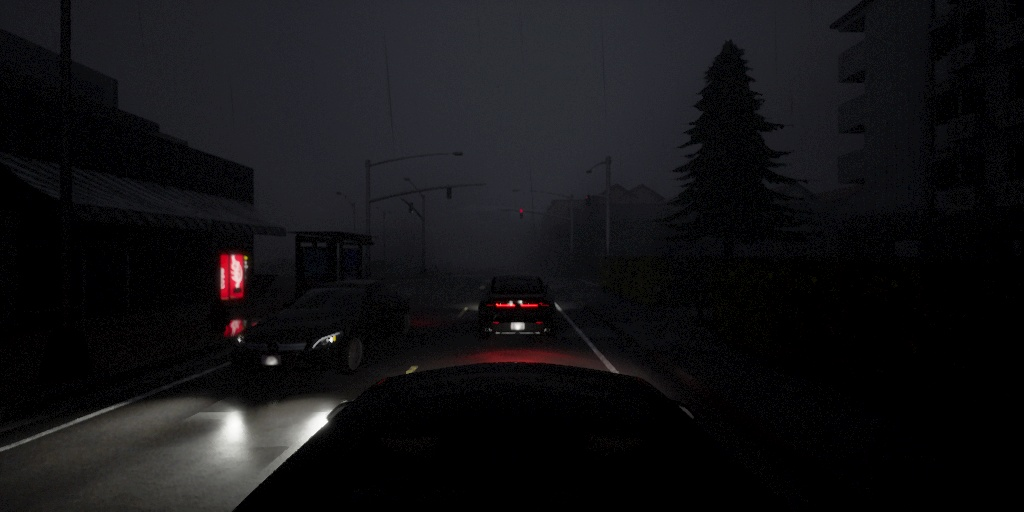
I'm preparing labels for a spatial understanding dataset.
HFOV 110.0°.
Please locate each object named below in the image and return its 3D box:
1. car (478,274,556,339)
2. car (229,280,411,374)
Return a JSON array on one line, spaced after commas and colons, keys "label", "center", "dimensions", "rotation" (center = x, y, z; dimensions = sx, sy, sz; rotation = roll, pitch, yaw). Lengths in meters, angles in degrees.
[{"label": "car", "center": [0.117, 1.242, 10.061], "dimensions": [1.837, 1.490, 4.892], "rotation": [0, 0, 0]}, {"label": "car", "center": [-3.530, 1.267, 7.632], "dimensions": [1.812, 1.442, 4.674], "rotation": [0, 0, 1]}]
